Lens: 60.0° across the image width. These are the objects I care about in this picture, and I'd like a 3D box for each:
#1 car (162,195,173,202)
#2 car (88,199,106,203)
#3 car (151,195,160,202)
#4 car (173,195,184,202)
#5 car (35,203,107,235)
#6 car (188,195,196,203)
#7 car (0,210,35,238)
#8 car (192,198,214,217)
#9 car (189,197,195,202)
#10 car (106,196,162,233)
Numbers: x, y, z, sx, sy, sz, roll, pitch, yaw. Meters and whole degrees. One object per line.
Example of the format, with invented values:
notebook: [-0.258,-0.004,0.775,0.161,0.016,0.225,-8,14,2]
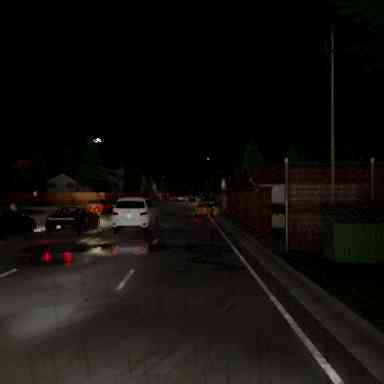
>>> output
car: [-6.995,2.047,94.744,2.128,1.511,4.902,0,0,0]
car: [-10.399,1.612,37.313,2.097,1.767,4.553,0,0,0]
car: [-10.495,1.882,94.811,2.097,1.767,4.553,0,0,0]
car: [-3.495,1.732,94.457,2.150,2.045,5.566,0,0,0]
car: [-6.899,1.629,19.637,2.128,1.511,4.902,0,0,0]
car: [0.004,2.055,87.475,2.033,1.411,5.357,0,0,0]
car: [-10.399,1.693,18.390,1.994,1.385,4.181,0,0,0]
car: [1.227,1.693,34.005,1.801,1.575,5.366,0,0,0]
car: [0.005,2.058,93.205,1.895,1.301,4.718,0,0,0]
car: [-3.399,1.366,20.642,2.150,2.045,5.566,0,0,0]
